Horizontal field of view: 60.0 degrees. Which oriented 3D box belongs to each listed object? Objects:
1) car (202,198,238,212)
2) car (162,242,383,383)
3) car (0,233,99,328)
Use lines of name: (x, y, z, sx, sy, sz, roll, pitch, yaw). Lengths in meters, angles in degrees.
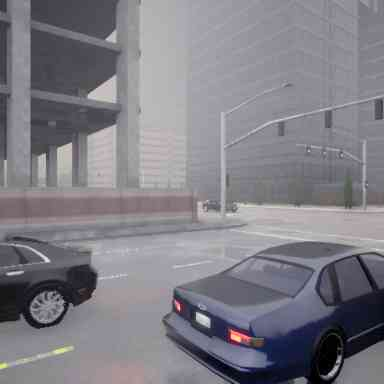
car: (3.106, 1.505, 37.433, 1.837, 1.490, 4.892, 0, 0, -36)
car: (2.184, 1.547, 5.348, 5.357, 1.411, 2.033, 0, 0, -35)
car: (-4.039, 1.505, 5.413, 4.892, 1.490, 1.837, 0, 0, -36)
